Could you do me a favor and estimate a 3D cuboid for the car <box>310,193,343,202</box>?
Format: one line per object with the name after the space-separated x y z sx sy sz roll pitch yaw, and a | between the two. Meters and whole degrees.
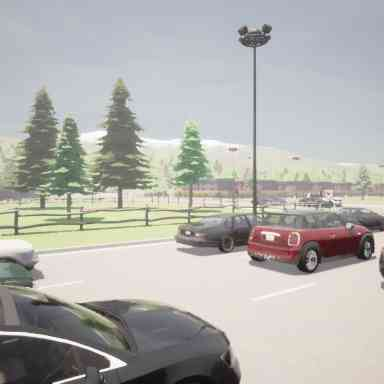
20.086 1.221 50.693 2.150 2.045 5.566 0 0 -35 | car

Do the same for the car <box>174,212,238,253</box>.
1.890 1.547 13.678 5.357 1.411 2.033 0 0 -35 | car

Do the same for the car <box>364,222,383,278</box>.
6.482 1.526 8.356 4.674 1.442 1.812 0 0 -35 | car

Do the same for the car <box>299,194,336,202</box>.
17.687 1.505 48.011 1.837 1.490 4.892 0 0 -35 | car

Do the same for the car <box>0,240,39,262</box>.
-4.744 1.601 4.664 4.718 1.301 1.895 0 0 -35 | car

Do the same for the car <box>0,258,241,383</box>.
-1.775 1.505 2.480 4.892 1.490 1.837 0 0 -36 | car

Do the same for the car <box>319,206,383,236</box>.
9.414 1.564 19.030 4.181 1.385 1.994 0 0 -35 | car

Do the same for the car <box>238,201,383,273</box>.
3.996 1.352 10.882 4.553 1.767 2.097 0 0 -35 | car

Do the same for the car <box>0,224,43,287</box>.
-6.268 1.601 7.877 4.718 1.301 1.895 0 0 -35 | car

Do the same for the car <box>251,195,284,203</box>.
12.287 1.547 55.723 2.033 1.411 5.357 0 0 -35 | car

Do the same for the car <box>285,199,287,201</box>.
14.580 1.352 58.561 2.097 1.767 4.553 0 0 -35 | car
